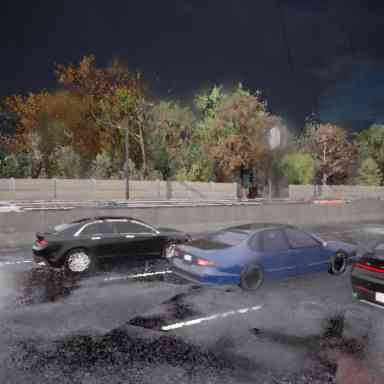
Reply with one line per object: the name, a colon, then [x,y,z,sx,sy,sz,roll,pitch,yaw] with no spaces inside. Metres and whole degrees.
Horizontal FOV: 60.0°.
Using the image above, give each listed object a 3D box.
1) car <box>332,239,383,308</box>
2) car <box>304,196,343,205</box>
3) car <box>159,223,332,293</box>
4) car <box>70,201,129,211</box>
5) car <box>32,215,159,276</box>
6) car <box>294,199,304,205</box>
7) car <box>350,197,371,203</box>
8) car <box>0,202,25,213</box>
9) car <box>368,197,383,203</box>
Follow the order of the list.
car: [5.237,1.503,6.633,4.892,1.490,1.837,0,0,-30]
car: [16.877,1.355,41.948,4.553,1.767,2.097,0,0,-30]
car: [2.066,1.546,8.840,5.357,1.411,2.033,0,0,-30]
car: [-7.647,1.490,27.710,4.902,1.511,2.128,0,0,-30]
car: [-2.272,1.504,10.368,4.892,1.490,1.837,0,0,-30]
car: [16.161,1.482,45.579,5.008,1.535,1.882,0,0,-30]
car: [21.117,1.357,40.363,4.553,1.767,2.097,0,0,-30]
car: [-16.098,1.526,26.873,4.674,1.442,1.812,0,0,-31]
car: [21.984,1.568,36.818,4.181,1.385,1.994,0,0,-30]
